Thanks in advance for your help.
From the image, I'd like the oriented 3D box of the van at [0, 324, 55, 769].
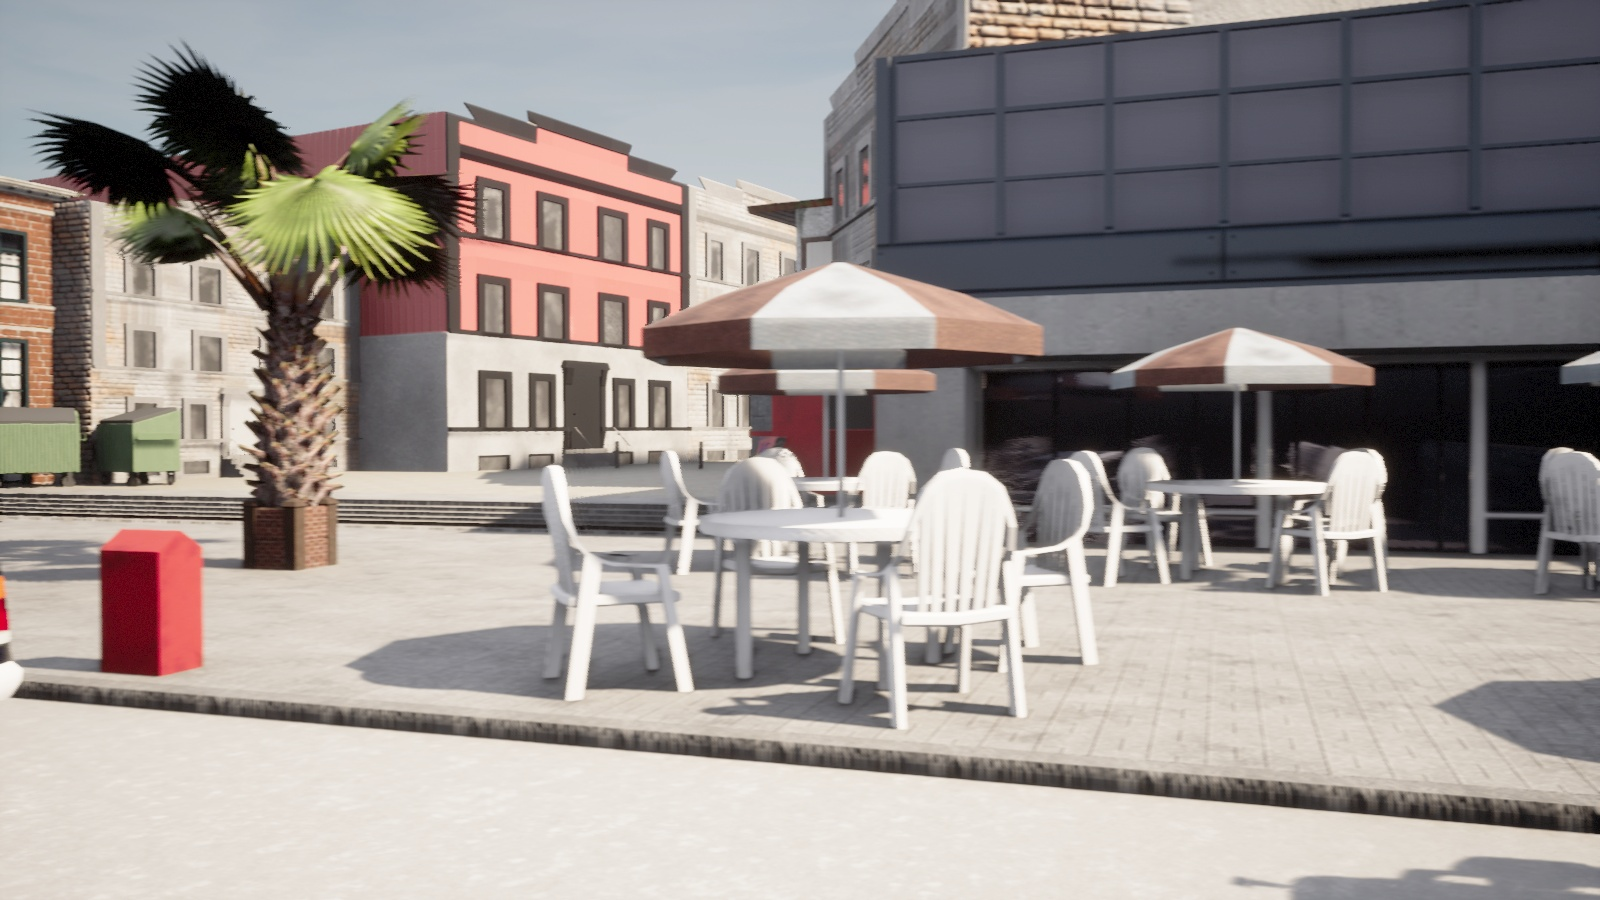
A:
[{"bbox_3d":[-6.023,0.435,5.741,4.480,2.038,2.069,1,1,19],"label":"van"}]
